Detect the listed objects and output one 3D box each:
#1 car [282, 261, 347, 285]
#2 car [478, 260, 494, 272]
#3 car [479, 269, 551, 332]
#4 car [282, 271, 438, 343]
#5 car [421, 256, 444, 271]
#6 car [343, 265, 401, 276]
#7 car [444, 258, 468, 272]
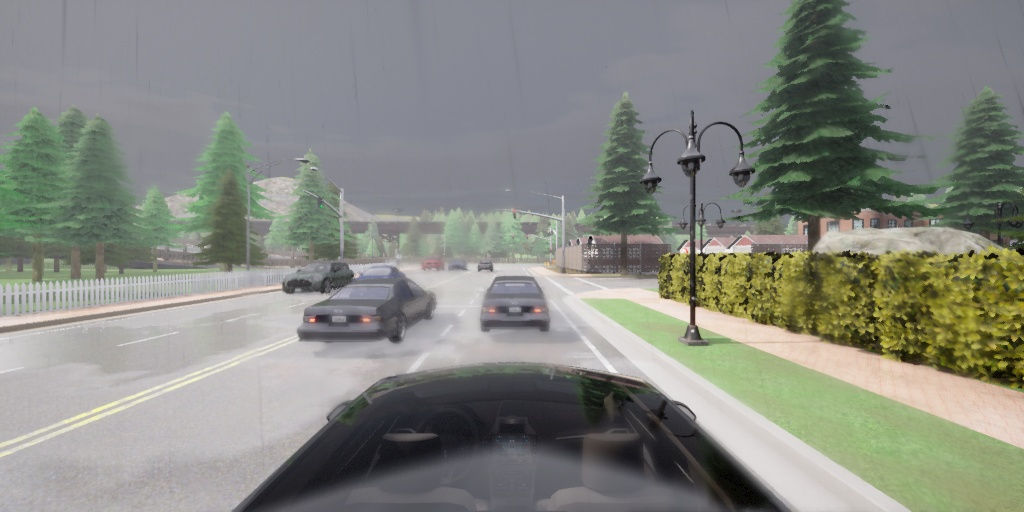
[{"bbox_3d":[-10.598,1.102,20.021,2.097,1.767,4.553,0,0,0],"label":"car"},{"bbox_3d":[-3.395,1.241,46.713,2.128,1.511,4.902,0,0,0],"label":"car"},{"bbox_3d":[0.085,1.297,10.839,2.033,1.411,5.357,0,0,0],"label":"car"},{"bbox_3d":[-3.416,1.297,9.624,2.033,1.411,5.357,0,0,0],"label":"car"},{"bbox_3d":[-10.546,0.973,48.350,2.150,2.045,5.566,0,0,1],"label":"car"},{"bbox_3d":[-7.085,1.276,19.519,1.812,1.442,4.674,0,0,0],"label":"car"},{"bbox_3d":[-7.056,1.101,46.958,2.097,1.767,4.553,0,0,0],"label":"car"}]
